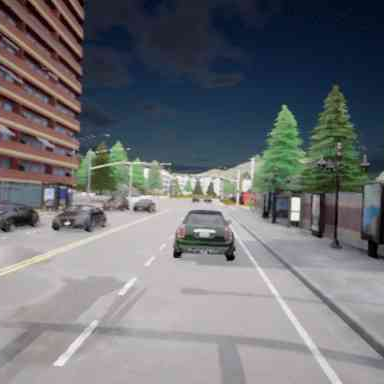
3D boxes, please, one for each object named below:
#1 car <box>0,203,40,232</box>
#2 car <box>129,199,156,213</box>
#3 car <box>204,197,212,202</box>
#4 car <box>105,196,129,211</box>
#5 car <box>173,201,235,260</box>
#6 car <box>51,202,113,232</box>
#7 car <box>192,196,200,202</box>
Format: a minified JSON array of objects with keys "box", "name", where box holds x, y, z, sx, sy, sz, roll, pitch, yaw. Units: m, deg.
[{"box":[-9.875,1.277,17.666,1.994,1.385,4.181,2,0,3],"name":"car"},{"box":[-5.314,1.528,37.622,1.882,1.535,5.008,2,-1,3],"name":"car"},{"box":[4.457,2.225,93.863,2.097,1.767,4.553,2,0,3],"name":"car"},{"box":[-8.743,1.265,38.810,2.097,1.767,4.553,2,0,3],"name":"car"},{"box":[0.519,1.467,13.240,2.097,1.767,4.553,2,0,3],"name":"car"},{"box":[-6.305,1.438,19.072,1.994,1.385,4.181,2,0,3],"name":"car"},{"box":[0.940,2.220,93.648,1.837,1.490,4.892,2,0,3],"name":"car"}]
